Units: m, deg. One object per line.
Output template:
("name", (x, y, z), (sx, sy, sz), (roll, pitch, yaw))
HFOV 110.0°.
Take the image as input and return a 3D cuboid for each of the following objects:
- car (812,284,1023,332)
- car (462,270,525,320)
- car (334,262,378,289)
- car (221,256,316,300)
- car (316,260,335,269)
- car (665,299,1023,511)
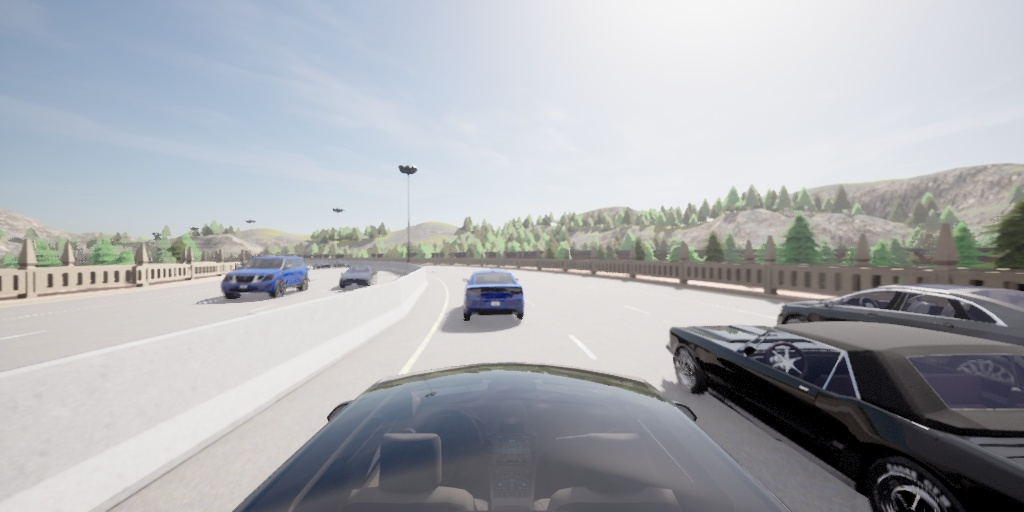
("car", (6.821, 1.210, 5.947), (2.128, 1.511, 4.902), (0, 0, -2))
("car", (-0.733, 1.220, 12.780), (1.882, 1.535, 5.008), (0, 0, -6))
("car", (-9.995, 1.316, 23.756), (2.033, 1.411, 5.357), (0, 0, -15))
("car", (-12.410, 1.004, 18.537), (2.150, 2.045, 5.566), (0, 0, -12))
("car", (-30.463, 1.365, 57.566), (2.033, 1.411, 5.357), (0, 0, -38))
("car", (3.451, 1.335, 3.689), (1.895, 1.301, 4.718), (0, 0, -1))
